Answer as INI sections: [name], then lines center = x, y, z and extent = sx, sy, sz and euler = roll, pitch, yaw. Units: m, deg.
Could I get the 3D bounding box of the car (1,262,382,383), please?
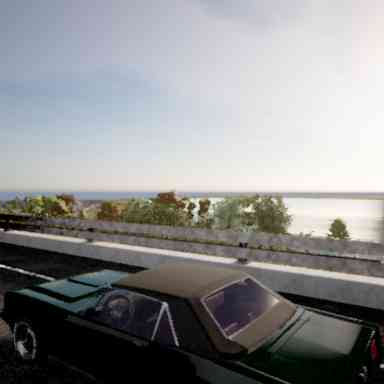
[car]
center = -0.413, 1.606, 4.165
extent = 4.718, 1.301, 1.895
euler = 0, 0, 36
